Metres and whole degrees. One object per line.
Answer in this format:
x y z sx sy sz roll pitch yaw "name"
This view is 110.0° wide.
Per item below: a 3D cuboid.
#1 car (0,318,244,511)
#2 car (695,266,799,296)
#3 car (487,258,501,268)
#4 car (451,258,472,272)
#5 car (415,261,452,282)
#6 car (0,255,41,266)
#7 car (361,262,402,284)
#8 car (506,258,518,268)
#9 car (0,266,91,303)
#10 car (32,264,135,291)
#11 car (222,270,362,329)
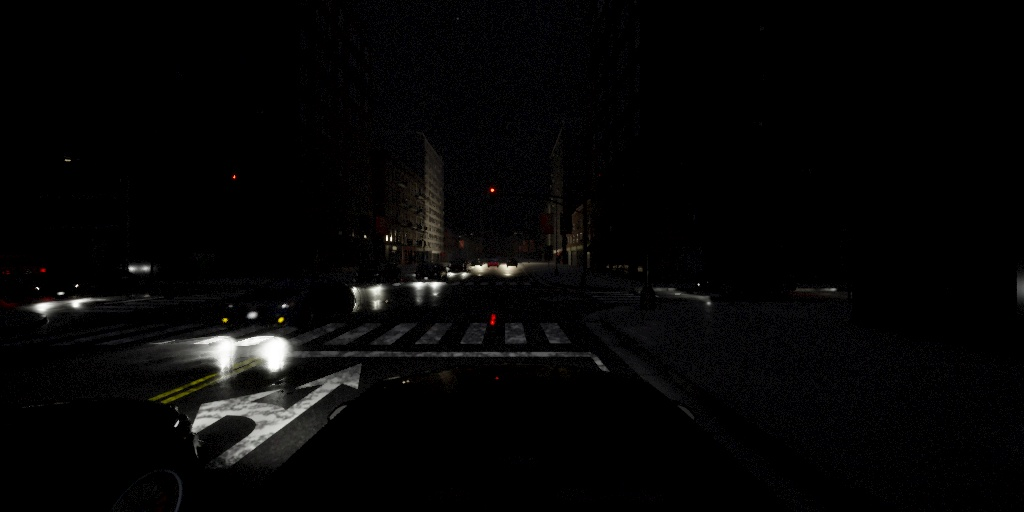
-3.245 1.276 0.749 1.812 1.442 4.674 0 0 0 "car"
12.459 1.295 19.202 4.892 1.490 1.837 0 0 2 "car"
-3.242 1.345 62.608 1.895 1.301 4.718 0 0 0 "car"
-6.593 1.101 44.769 2.097 1.767 4.553 0 0 0 "car"
-6.544 1.299 29.622 2.033 1.411 5.357 0 0 -2 "car"
-28.239 0.975 18.987 5.566 2.045 2.150 0 0 2 "car"
-10.076 1.229 27.426 1.882 1.535 5.008 0 0 4 "car"
0.008 1.249 62.161 1.837 1.490 4.892 0 0 0 "car"
-22.895 1.292 16.100 5.357 1.411 2.033 0 0 0 "car"
-25.372 1.331 21.598 4.313 1.339 1.948 0 0 0 "car"
-6.597 1.312 11.107 1.994 1.385 4.181 0 0 0 "car"
